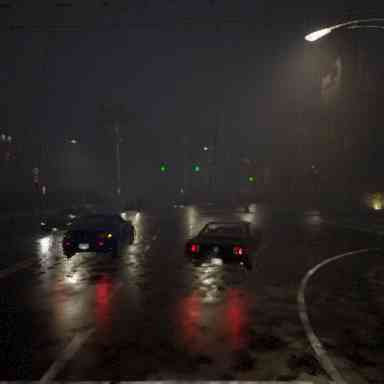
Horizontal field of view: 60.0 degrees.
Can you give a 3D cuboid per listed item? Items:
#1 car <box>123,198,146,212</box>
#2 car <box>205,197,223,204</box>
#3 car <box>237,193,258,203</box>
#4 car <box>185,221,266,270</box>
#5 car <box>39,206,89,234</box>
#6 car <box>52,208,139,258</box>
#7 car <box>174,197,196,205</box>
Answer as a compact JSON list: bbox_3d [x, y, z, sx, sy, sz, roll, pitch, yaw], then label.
[{"bbox_3d":[-6.768,1.522,39.413,1.882,1.535,5.008,0,0,4],"label":"car"},{"bbox_3d":[4.437,1.634,66.881,1.994,1.385,4.181,0,0,42],"label":"car"},{"bbox_3d":[11.601,1.298,68.464,5.566,2.045,2.150,0,0,-39],"label":"car"},{"bbox_3d":[1.363,1.614,11.252,1.895,1.301,4.718,0,0,18],"label":"car"},{"bbox_3d":[-7.092,1.570,19.888,2.033,1.411,5.357,0,0,0],"label":"car"},{"bbox_3d":[-3.401,1.540,12.744,1.812,1.442,4.674,0,0,0],"label":"car"},{"bbox_3d":[-1.149,1.614,59.094,2.033,1.411,5.357,0,0,30],"label":"car"}]
